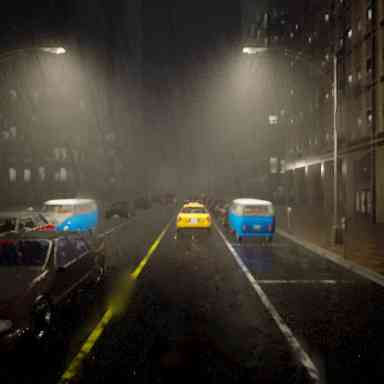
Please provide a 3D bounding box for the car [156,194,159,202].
[{"bbox_3d":[-5.683,1.211,54.518,1.802,1.307,4.206,1,0,0],"label":"car"}]

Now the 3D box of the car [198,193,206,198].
[{"bbox_3d":[2.697,0.926,87.947,1.947,1.339,4.313,1,0,0],"label":"car"}]

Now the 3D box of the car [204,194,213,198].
[{"bbox_3d":[2.699,1.263,43.332,2.008,1.369,4.403,1,0,0],"label":"car"}]

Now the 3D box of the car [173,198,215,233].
[{"bbox_3d":[0.101,1.335,18.724,1.801,1.575,5.366,0,0,0],"label":"car"}]

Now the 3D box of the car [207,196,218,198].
[{"bbox_3d":[2.699,1.353,32.634,1.947,1.339,4.313,1,0,0],"label":"car"}]

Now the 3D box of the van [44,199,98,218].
[{"bbox_3d":[-5.679,1.242,15.637,1.690,1.788,3.998,1,0,0],"label":"van"}]

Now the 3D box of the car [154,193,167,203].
[{"bbox_3d":[-5.680,1.025,60.090,1.967,1.590,4.097,1,0,0],"label":"car"}]

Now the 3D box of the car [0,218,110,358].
[{"bbox_3d":[-3.103,1.506,6.547,2.033,1.411,5.357,0,0,0],"label":"car"}]

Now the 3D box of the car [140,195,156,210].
[{"bbox_3d":[-5.682,1.292,38.339,1.887,1.381,4.507,1,0,0],"label":"car"}]

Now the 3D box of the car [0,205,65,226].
[{"bbox_3d":[-5.680,1.377,9.962,1.967,1.590,4.097,1,0,0],"label":"car"}]

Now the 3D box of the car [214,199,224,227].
[{"bbox_3d":[2.699,1.414,21.286,2.008,1.369,4.403,1,0,0],"label":"car"}]

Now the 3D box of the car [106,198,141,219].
[{"bbox_3d":[-5.682,1.391,26.988,1.947,1.339,4.313,1,0,0],"label":"car"}]

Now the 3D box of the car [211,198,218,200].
[{"bbox_3d":[2.699,1.407,26.961,1.802,1.307,4.206,1,0,0],"label":"car"}]

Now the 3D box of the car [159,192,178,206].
[{"bbox_3d":[-3.083,1.035,47.353,2.097,1.767,4.553,0,0,0],"label":"car"}]

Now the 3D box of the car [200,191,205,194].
[{"bbox_3d":[2.700,1.069,54.486,1.967,1.590,4.097,1,0,0],"label":"car"}]

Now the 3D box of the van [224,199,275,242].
[{"bbox_3d":[2.702,1.241,15.610,1.690,1.788,3.998,1,0,0],"label":"van"}]

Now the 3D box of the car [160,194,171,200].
[{"bbox_3d":[-5.682,1.063,71.240,1.947,1.339,4.313,1,0,0],"label":"car"}]

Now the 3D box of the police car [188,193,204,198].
[{"bbox_3d":[0.101,1.227,41.654,2.038,1.542,4.974,0,0,0],"label":"police car"}]
